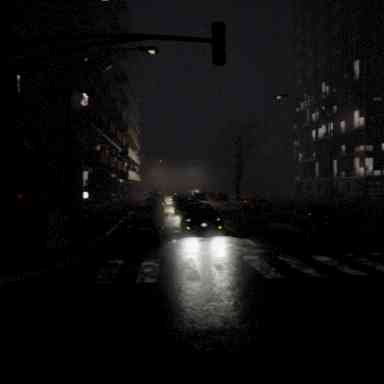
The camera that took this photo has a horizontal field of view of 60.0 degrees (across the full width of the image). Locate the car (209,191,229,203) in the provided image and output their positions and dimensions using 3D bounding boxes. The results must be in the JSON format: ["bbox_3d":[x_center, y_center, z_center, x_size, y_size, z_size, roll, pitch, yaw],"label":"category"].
[{"bbox_3d":[3.820,0.762,43.862,1.802,1.307,4.206,-1,1,-5],"label":"car"}]

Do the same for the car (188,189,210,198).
[{"bbox_3d":[0.936,0.718,47.139,1.994,1.385,4.181,-1,1,-5],"label":"car"}]

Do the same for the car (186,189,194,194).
[{"bbox_3d":[-0.535,-0.080,93.629,1.752,1.417,4.829,-1,1,-5],"label":"car"}]

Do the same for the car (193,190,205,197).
[{"bbox_3d":[1.409,0.290,71.417,2.008,1.369,4.403,-1,1,-5],"label":"car"}]

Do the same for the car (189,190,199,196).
[{"bbox_3d":[0.444,0.118,82.438,2.008,1.369,4.403,-1,1,-5],"label":"car"}]

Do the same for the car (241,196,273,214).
[{"bbox_3d":[5.250,0.973,27.499,1.752,1.417,4.829,-1,1,-5],"label":"car"}]

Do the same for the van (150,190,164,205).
[{"bbox_3d":[-4.531,0.623,43.131,1.690,1.788,3.998,-1,1,-5],"label":"van"}]

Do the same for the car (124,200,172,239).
[{"bbox_3d":[-2.118,1.287,15.579,2.008,1.369,4.403,-1,1,-5],"label":"car"}]

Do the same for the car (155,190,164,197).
[{"bbox_3d":[-7.422,0.306,76.199,2.008,1.369,4.403,-1,1,-5],"label":"car"}]

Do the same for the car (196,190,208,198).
[{"bbox_3d":[1.891,0.370,65.906,1.887,1.381,4.507,-1,1,-5],"label":"car"}]

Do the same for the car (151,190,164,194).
[{"bbox_3d":[-4.048,0.812,37.621,1.967,1.590,4.097,-1,1,-5],"label":"car"}]

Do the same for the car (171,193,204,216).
[{"bbox_3d":[-0.487,1.086,26.736,1.994,1.385,4.181,-1,1,-4],"label":"car"}]

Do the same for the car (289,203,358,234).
[{"bbox_3d":[6.230,1.178,16.308,1.887,1.381,4.507,-1,1,-5],"label":"car"}]

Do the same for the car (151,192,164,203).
[{"bbox_3d":[-5.010,0.775,48.645,1.802,1.307,4.206,-1,1,-5],"label":"car"}]

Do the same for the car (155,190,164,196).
[{"bbox_3d":[-7.904,0.221,81.710,2.008,1.369,4.403,-1,1,-5],"label":"car"}]

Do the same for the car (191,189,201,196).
[{"bbox_3d":[0.925,0.093,76.925,1.967,1.590,4.097,-1,1,-5],"label":"car"}]

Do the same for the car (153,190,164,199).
[{"bbox_3d":[-5.977,0.455,59.665,1.967,1.590,4.097,-1,1,-5],"label":"car"}]

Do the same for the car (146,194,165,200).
[{"bbox_3d":[-3.083,1.103,26.602,2.008,1.369,4.403,-1,1,-5],"label":"car"}]

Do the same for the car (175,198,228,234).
[{"bbox_3d":[0.371,1.251,16.828,1.994,1.385,4.181,-1,1,-5],"label":"car"}]

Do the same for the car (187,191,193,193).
[{"bbox_3d":[-1.388,0.898,37.232,2.033,1.411,5.357,-1,1,-4],"label":"car"}]

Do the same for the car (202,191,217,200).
[{"bbox_3d":[2.840,0.524,55.053,1.752,1.417,4.829,-1,1,-5],"label":"car"}]
